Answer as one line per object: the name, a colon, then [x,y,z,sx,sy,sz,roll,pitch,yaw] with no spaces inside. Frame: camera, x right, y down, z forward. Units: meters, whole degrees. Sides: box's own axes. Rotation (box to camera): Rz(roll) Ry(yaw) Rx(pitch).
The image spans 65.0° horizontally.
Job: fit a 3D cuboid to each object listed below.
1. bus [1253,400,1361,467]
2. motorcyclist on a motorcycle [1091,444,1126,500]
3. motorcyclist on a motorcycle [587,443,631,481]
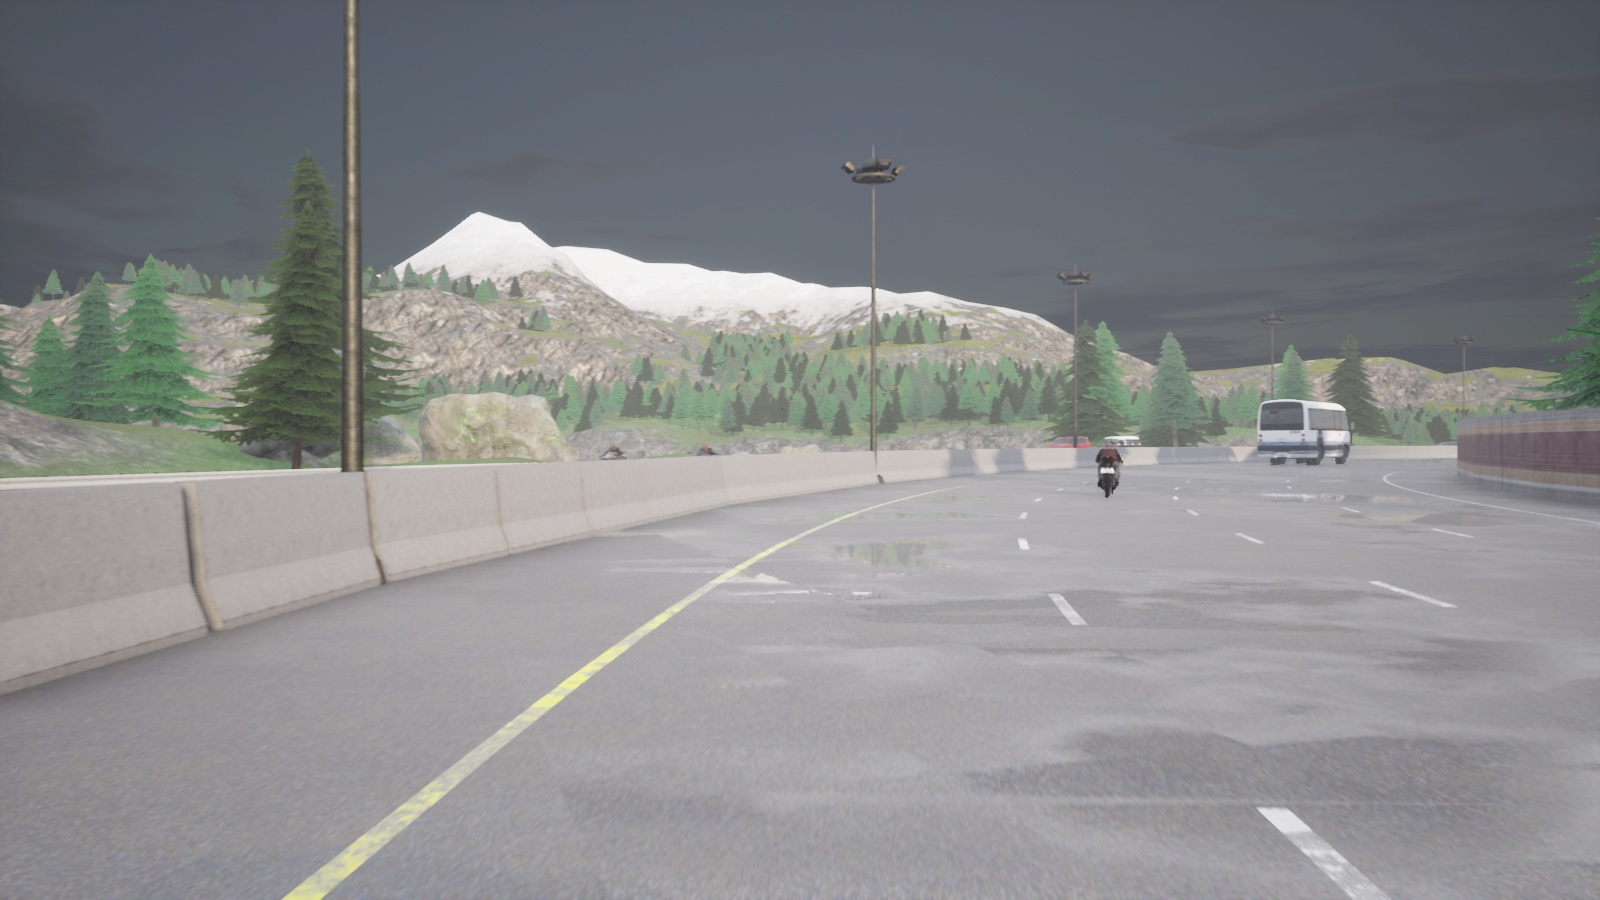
bus: [34.345,-1.069,84.771,3.944,4.253,10.273,0,0,39]
motorcyclist on a motorcycle: [8.781,0.590,35.726,0.866,1.530,2.191,1,1,16]
motorcyclist on a motorcycle: [-7.925,0.478,52.192,0.866,1.530,2.191,1,1,20]
